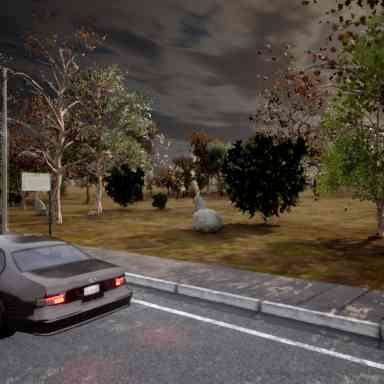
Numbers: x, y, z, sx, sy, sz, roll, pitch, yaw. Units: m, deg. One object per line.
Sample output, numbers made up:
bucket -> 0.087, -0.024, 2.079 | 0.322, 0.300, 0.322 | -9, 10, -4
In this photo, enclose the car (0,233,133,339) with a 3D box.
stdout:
car -> -3.580, 1.547, 6.557 | 5.357, 1.411, 2.033 | 0, 0, 36
